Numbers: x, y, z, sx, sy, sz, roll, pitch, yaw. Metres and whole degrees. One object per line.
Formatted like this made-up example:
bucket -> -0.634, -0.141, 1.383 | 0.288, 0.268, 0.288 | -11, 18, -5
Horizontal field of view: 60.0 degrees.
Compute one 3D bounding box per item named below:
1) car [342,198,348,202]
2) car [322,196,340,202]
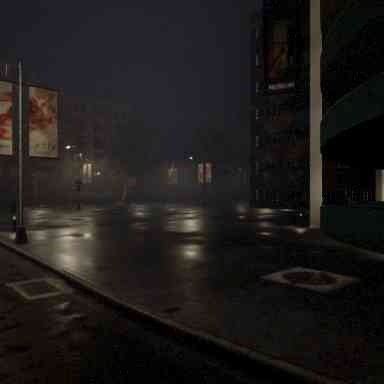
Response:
car -> 22.136, 1.413, 51.046 | 4.786, 1.482, 2.161 | 0, 0, -41
car -> 15.593, 1.320, 39.958 | 4.674, 1.452, 2.002 | 0, 0, -41
